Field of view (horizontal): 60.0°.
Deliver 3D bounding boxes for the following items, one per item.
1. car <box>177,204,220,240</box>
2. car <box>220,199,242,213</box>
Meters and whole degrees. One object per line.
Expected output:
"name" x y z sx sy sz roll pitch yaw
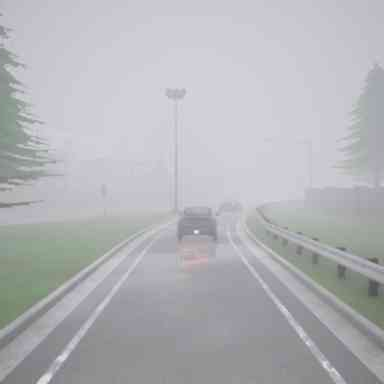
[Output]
"car" 0.348 1.480 16.943 1.837 1.490 4.892 0 0 4
"car" 4.212 1.470 36.151 1.812 1.442 4.674 0 0 19
